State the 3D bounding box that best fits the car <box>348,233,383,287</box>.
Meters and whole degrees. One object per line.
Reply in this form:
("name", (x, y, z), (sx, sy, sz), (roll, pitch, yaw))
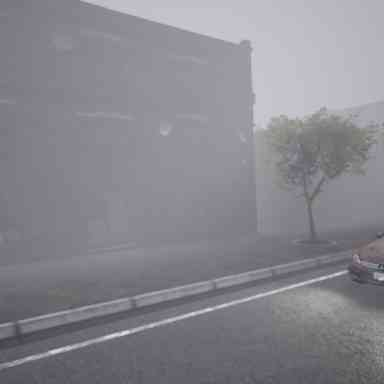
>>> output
("car", (5.715, 1.428, 8.075), (4.674, 1.442, 1.812), (-1, 1, -36))
